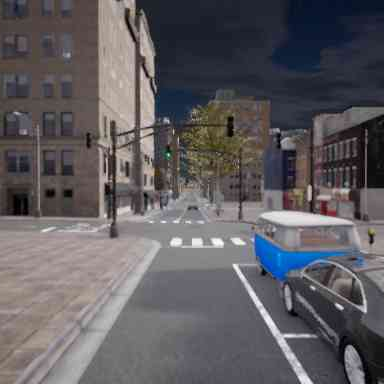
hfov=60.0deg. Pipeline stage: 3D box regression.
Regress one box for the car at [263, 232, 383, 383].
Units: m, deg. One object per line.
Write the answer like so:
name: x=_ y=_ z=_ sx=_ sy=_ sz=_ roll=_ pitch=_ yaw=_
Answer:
car: x=2.617 y=1.603 z=4.990 sx=2.008 sy=1.369 sz=4.403 roll=-2 pitch=-1 yaw=0

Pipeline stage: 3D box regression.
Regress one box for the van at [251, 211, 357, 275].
van: x=2.611 y=1.427 z=8.313 sx=1.690 sy=1.788 sz=3.998 roll=-2 pitch=-1 yaw=0

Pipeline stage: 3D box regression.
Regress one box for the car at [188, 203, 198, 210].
car: x=0.146 y=2.814 z=63.576 sx=1.895 sy=1.301 sz=4.718 roll=0 pitch=0 yaw=1

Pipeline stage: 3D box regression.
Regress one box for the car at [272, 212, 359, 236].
car: x=7.604 y=1.945 z=20.730 sx=4.718 sy=1.301 sz=1.895 roll=0 pitch=1 yaw=-8
